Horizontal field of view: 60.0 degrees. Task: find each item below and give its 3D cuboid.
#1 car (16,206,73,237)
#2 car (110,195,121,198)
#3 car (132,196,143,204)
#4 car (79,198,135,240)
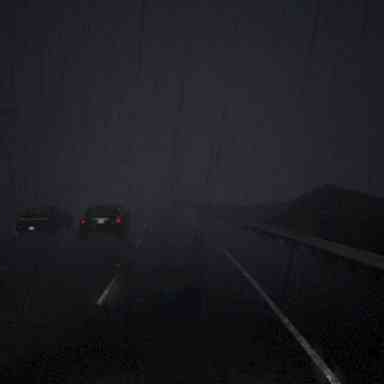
[{"bbox_3d":[-8.009,1.544,18.501,2.128,1.511,4.902,0,0,-6],"label":"car"},{"bbox_3d":[-19.524,1.534,84.428,1.882,1.535,5.008,0,0,-27],"label":"car"},{"bbox_3d":[-11.458,1.513,68.430,2.097,1.767,4.553,0,0,-21],"label":"car"},{"bbox_3d":[-4.401,1.396,17.466,2.097,1.767,4.553,0,0,-5],"label":"car"}]
